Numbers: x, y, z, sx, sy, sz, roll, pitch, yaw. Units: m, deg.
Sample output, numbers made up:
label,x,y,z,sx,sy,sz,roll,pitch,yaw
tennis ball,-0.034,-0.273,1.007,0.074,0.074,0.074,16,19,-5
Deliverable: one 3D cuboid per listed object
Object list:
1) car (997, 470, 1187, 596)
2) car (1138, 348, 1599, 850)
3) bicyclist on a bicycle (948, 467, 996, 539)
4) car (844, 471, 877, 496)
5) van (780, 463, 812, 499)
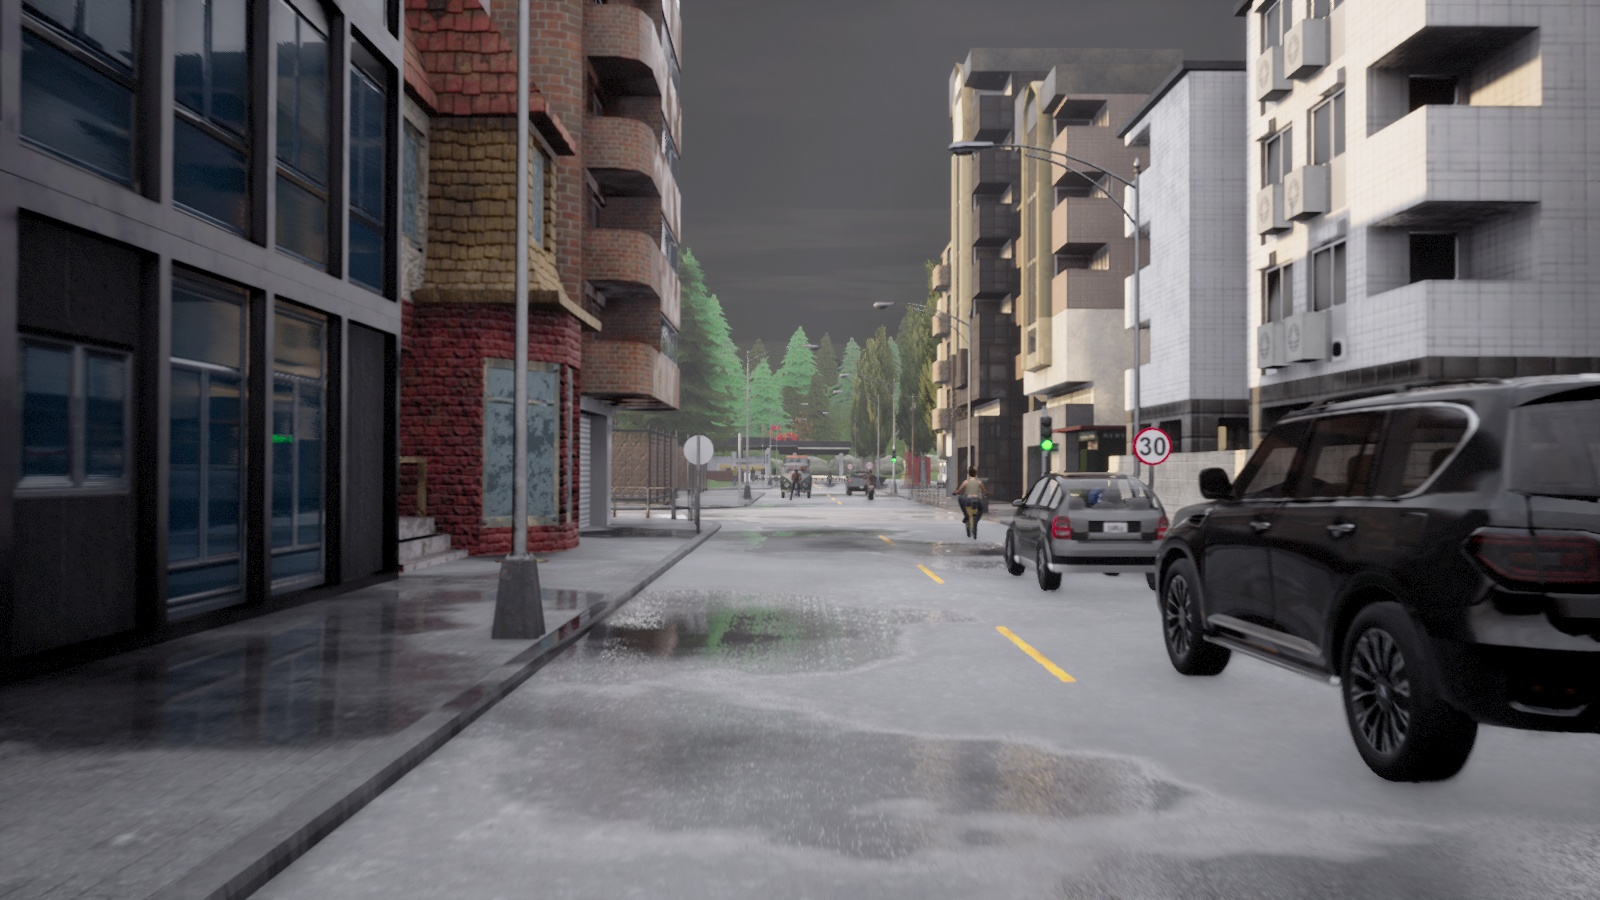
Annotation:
label,x,y,z,sx,sy,sz,roll,pitch,yaw
car,3.956,1.065,17.600,1.789,1.549,3.705,0,-1,0
car,3.980,0.645,7.915,2.150,2.045,5.566,0,-1,0
bicyclist on a bicycle,3.931,1.202,28.808,0.866,1.612,1.509,0,-1,0
car,3.764,2.093,78.798,1.845,1.501,3.633,0,-1,0
van,-0.211,1.727,71.382,1.775,1.987,4.442,0,-1,0
